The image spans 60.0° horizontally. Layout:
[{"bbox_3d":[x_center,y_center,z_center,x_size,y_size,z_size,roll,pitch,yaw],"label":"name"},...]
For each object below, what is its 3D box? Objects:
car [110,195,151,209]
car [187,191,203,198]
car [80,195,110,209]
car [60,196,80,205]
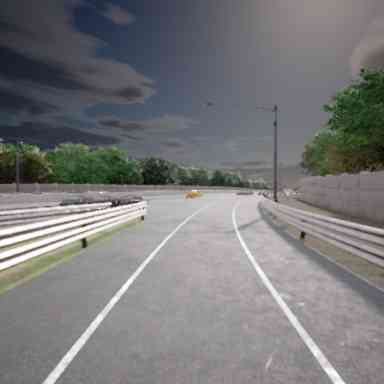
[{"bbox_3d":[-6.207,1.096,35.414,1.837,1.490,4.892,1,1,24],"label":"car"},{"bbox_3d":[0.661,0.453,68.650,1.882,1.535,5.008,-1,0,24],"label":"car"},{"bbox_3d":[-9.417,1.118,36.816,2.033,1.411,5.357,0,1,24],"label":"car"},{"bbox_3d":[-12.624,1.104,38.217,2.033,1.411,5.357,0,1,24],"label":"car"}]
